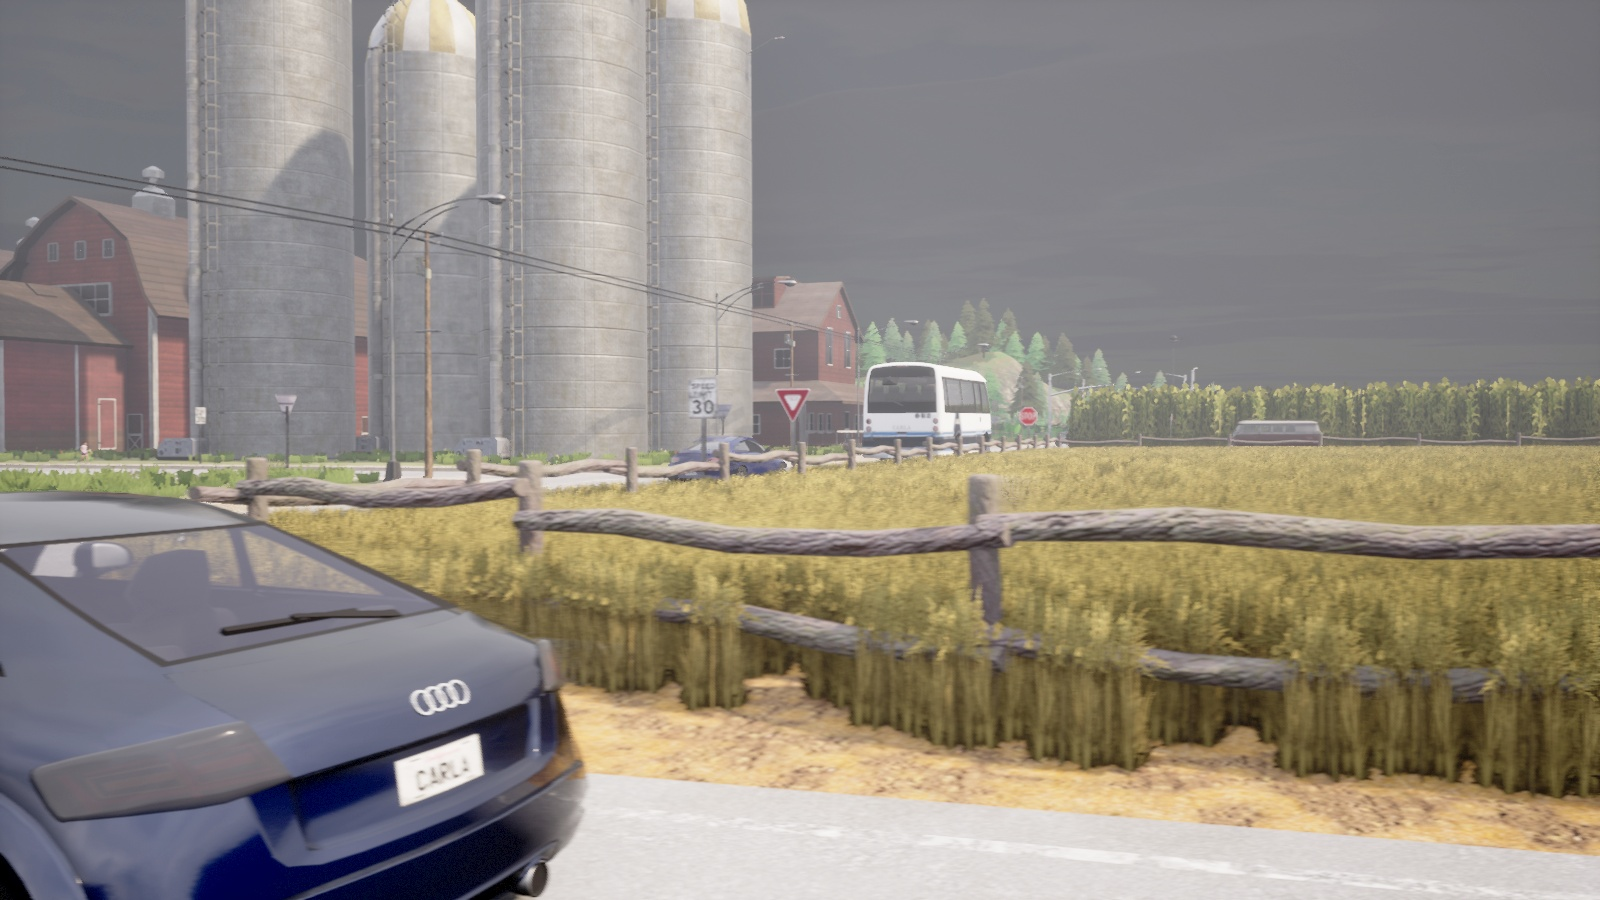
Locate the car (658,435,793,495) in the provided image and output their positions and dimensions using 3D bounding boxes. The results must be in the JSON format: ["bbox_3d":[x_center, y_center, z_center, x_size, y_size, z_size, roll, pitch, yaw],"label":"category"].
[{"bbox_3d":[-1.848,0.334,32.718,1.812,1.442,4.674,1,1,20],"label":"car"}]

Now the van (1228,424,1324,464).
[{"bbox_3d":[24.021,-0.319,63.453,4.442,1.987,1.775,1,1,20],"label":"van"}]

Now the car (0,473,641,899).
[{"bbox_3d":[-2.859,0.813,4.198,4.181,1.385,1.994,0,1,23],"label":"car"}]

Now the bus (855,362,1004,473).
[{"bbox_3d":[5.788,-1.367,53.729,3.944,4.253,10.273,1,1,20],"label":"bus"}]
